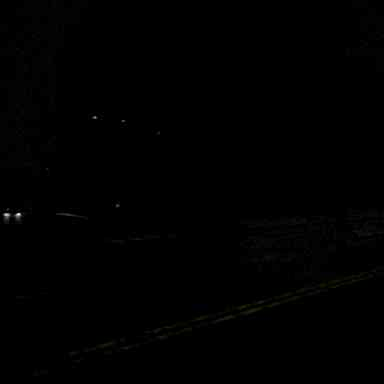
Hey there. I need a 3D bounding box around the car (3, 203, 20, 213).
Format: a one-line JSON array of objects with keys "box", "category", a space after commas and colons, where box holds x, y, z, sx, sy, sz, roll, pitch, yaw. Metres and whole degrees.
[{"box": [-28.003, 2.496, 51.538, 1.837, 1.490, 4.892, 0, -1, -36], "category": "car"}]
